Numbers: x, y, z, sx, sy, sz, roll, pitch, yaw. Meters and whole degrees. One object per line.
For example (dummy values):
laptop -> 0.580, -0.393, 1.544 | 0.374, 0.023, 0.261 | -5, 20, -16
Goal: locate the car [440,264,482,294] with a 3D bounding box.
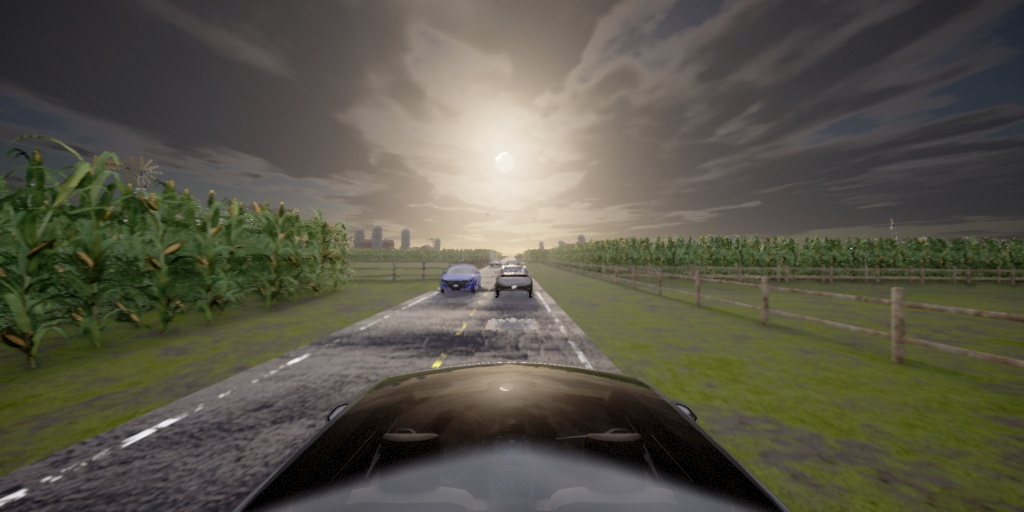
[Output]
car -> -2.845, 1.223, 20.660 | 1.882, 1.535, 5.008 | 0, 0, 0

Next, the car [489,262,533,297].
car -> 0.099, 1.238, 18.901 | 2.128, 1.511, 4.902 | 0, 0, 0

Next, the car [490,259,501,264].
car -> -2.773, 1.258, 61.075 | 2.033, 1.411, 5.357 | 0, 0, 1
